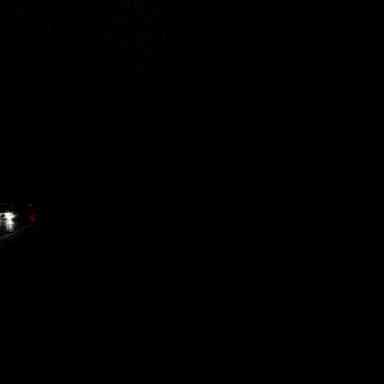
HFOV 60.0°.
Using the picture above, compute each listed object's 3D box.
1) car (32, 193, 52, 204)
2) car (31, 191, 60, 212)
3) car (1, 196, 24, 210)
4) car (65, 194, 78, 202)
[{"bbox_3d":[-22.998,1.011,51.137,1.882,1.535,5.008,0,0,-14],"label":"car"},{"bbox_3d":[-15.355,0.926,35.021,2.150,2.045,5.566,0,1,-14],"label":"car"},{"bbox_3d":[-19.215,1.196,35.281,2.128,1.511,4.902,0,1,-14],"label":"car"},{"bbox_3d":[-21.159,1.058,58.720,1.994,1.385,4.181,0,0,-13],"label":"car"}]
